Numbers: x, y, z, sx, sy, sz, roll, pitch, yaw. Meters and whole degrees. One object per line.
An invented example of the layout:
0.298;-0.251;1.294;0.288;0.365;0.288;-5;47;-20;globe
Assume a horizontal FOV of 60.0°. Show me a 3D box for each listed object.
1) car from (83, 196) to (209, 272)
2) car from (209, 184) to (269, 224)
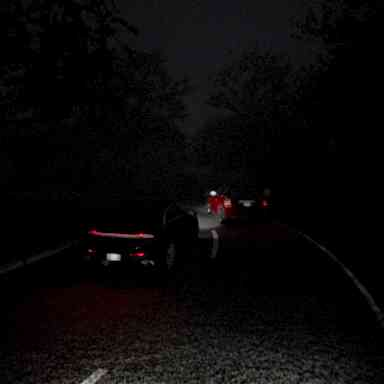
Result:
-1.080;0.943;9.078;2.128;1.511;4.902;2;4;12;car
2.027;0.397;15.837;2.097;1.767;4.553;0;4;-7;car
